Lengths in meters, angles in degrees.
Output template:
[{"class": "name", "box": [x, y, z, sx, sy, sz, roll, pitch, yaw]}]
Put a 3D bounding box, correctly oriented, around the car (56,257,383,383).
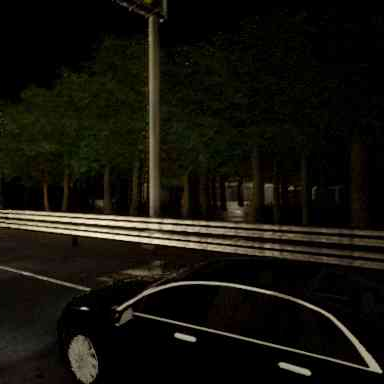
[{"class": "car", "box": [0.483, 1.512, 3.648, 4.892, 1.490, 1.837, 0, 0, 36]}]
